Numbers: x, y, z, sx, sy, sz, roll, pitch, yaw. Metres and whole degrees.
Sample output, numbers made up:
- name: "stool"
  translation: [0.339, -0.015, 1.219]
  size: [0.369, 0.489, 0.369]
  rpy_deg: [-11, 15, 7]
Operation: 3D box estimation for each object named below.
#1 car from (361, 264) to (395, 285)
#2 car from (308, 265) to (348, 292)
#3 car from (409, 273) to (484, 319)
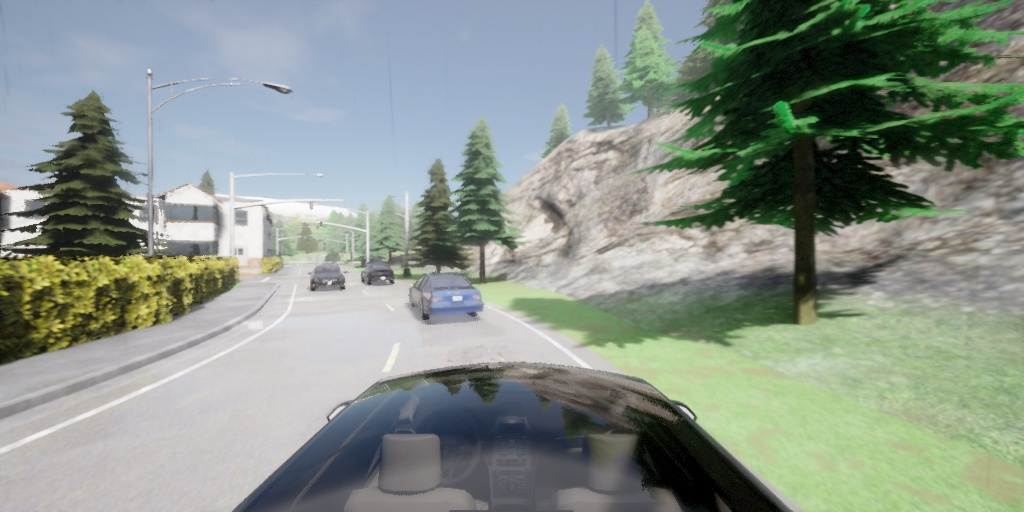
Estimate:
- name: "car"
  translation: [-10.291, 1.335, 27.387]
  size: [1.837, 1.490, 4.892]
  rpy_deg: [0, 0, -30]
- name: "car"
  translation: [-11.647, 1.352, 22.620]
  size: [1.837, 1.490, 4.892]
  rpy_deg: [0, 0, -30]
- name: "car"
  translation: [-2.558, 1.316, 12.987]
  size: [2.033, 1.411, 5.357]
  rpy_deg: [0, 0, -22]
